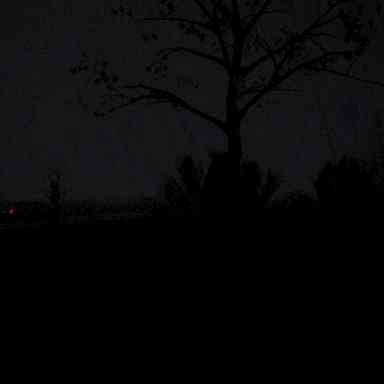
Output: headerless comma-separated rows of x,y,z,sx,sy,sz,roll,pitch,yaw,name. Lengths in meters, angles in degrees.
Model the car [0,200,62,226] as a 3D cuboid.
-11.293,1.384,24.018,2.097,1.767,4.553,0,0,35,car
